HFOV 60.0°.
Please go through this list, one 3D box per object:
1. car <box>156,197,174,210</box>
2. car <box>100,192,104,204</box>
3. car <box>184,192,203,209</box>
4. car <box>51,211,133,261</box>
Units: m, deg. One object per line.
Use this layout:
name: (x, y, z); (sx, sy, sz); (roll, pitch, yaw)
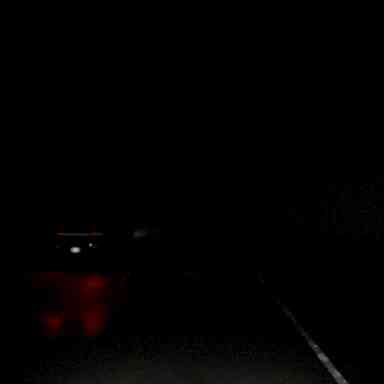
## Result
car: (-3.289, 1.334, 41.419); (1.882, 1.535, 5.008); (0, 0, 0)
car: (-13.939, 1.048, 48.893); (2.150, 2.045, 5.566); (0, 0, 1)
car: (0.213, 1.077, 42.144); (2.150, 2.045, 5.566); (0, 0, 0)
car: (-3.365, 1.448, 12.040); (2.128, 1.511, 4.902); (0, 0, 0)
